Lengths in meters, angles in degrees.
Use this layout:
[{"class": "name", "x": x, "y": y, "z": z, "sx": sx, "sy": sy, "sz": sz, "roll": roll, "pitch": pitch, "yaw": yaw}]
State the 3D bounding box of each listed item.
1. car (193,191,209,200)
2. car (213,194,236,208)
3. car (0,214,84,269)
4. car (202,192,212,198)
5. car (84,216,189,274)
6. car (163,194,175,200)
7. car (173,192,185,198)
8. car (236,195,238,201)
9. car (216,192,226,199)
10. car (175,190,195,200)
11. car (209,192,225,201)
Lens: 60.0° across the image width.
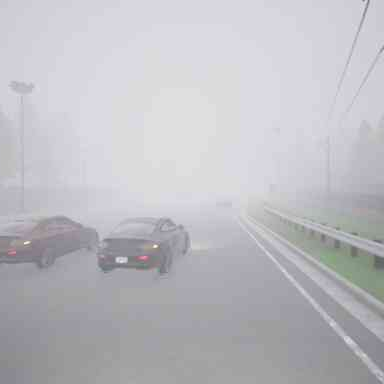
[{"class": "car", "x": 1.993, "y": 1.027, "z": 71.521, "sx": 1.812, "sy": 1.442, "sz": 4.674, "roll": 0, "pitch": 0, "yaw": 10}, {"class": "car", "x": 4.145, "y": 1.313, "z": 41.991, "sx": 1.895, "sy": 1.301, "sz": 4.718, "roll": 0, "pitch": 0, "yaw": 10}, {"class": "car", "x": -4.755, "y": 1.450, "z": 10.867, "sx": 1.812, "sy": 1.442, "sz": 4.674, "roll": 0, "pitch": 0, "yaw": 10}, {"class": "car", "x": 3.682, "y": 0.753, "z": 81.379, "sx": 1.882, "sy": 1.535, "sz": 5.008, "roll": 0, "pitch": 0, "yaw": 10}, {"class": "car", "x": -1.305, "y": 1.454, "z": 10.276, "sx": 1.812, "sy": 1.442, "sz": 4.674, "roll": 0, "pitch": 0, "yaw": 10}, {"class": "car", "x": -4.977, "y": 1.036, "z": 72.292, "sx": 2.033, "sy": 1.411, "sz": 5.357, "roll": 0, "pitch": 0, "yaw": 10}, {"class": "car", "x": -3.218, "y": 0.806, "z": 82.561, "sx": 2.033, "sy": 1.411, "sz": 5.357, "roll": 0, "pitch": 0, "yaw": 10}, {"class": "car", "x": 7.946, "y": 1.161, "z": 64.222, "sx": 1.895, "sy": 1.301, "sz": 4.718, "roll": 0, "pitch": 0, "yaw": 10}, {"class": "car", "x": 7.131, "y": 0.805, "z": 80.789, "sx": 2.128, "sy": 1.511, "sz": 4.902, "roll": 0, "pitch": 0, "yaw": 10}, {"class": "car", "x": -1.522, "y": 0.725, "z": 71.729, "sx": 2.150, "sy": 2.045, "sz": 5.566, "roll": 0, "pitch": 0, "yaw": 10}, {"class": "car", "x": 5.372, "y": 1.034, "z": 70.520, "sx": 2.128, "sy": 1.511, "sz": 4.902, "roll": 0, "pitch": 0, "yaw": 10}]
